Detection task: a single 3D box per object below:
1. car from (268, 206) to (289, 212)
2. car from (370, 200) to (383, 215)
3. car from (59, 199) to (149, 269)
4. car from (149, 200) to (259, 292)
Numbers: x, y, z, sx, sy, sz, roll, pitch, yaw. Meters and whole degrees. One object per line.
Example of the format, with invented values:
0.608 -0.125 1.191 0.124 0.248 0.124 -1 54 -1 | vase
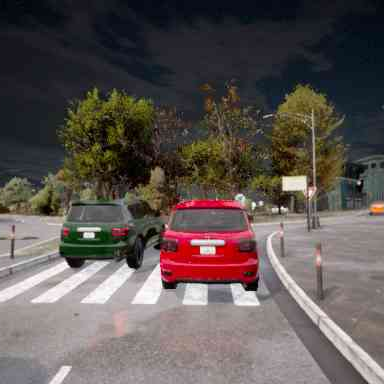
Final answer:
19.235 3.922 74.202 4.674 1.442 1.812 -3 -5 37 | car
22.894 1.801 40.475 2.097 1.767 4.553 -3 -2 31 | car
-2.423 1.251 11.516 2.150 2.045 5.566 -1 0 7 | car
0.545 1.219 9.151 2.150 2.045 5.566 0 0 5 | car
